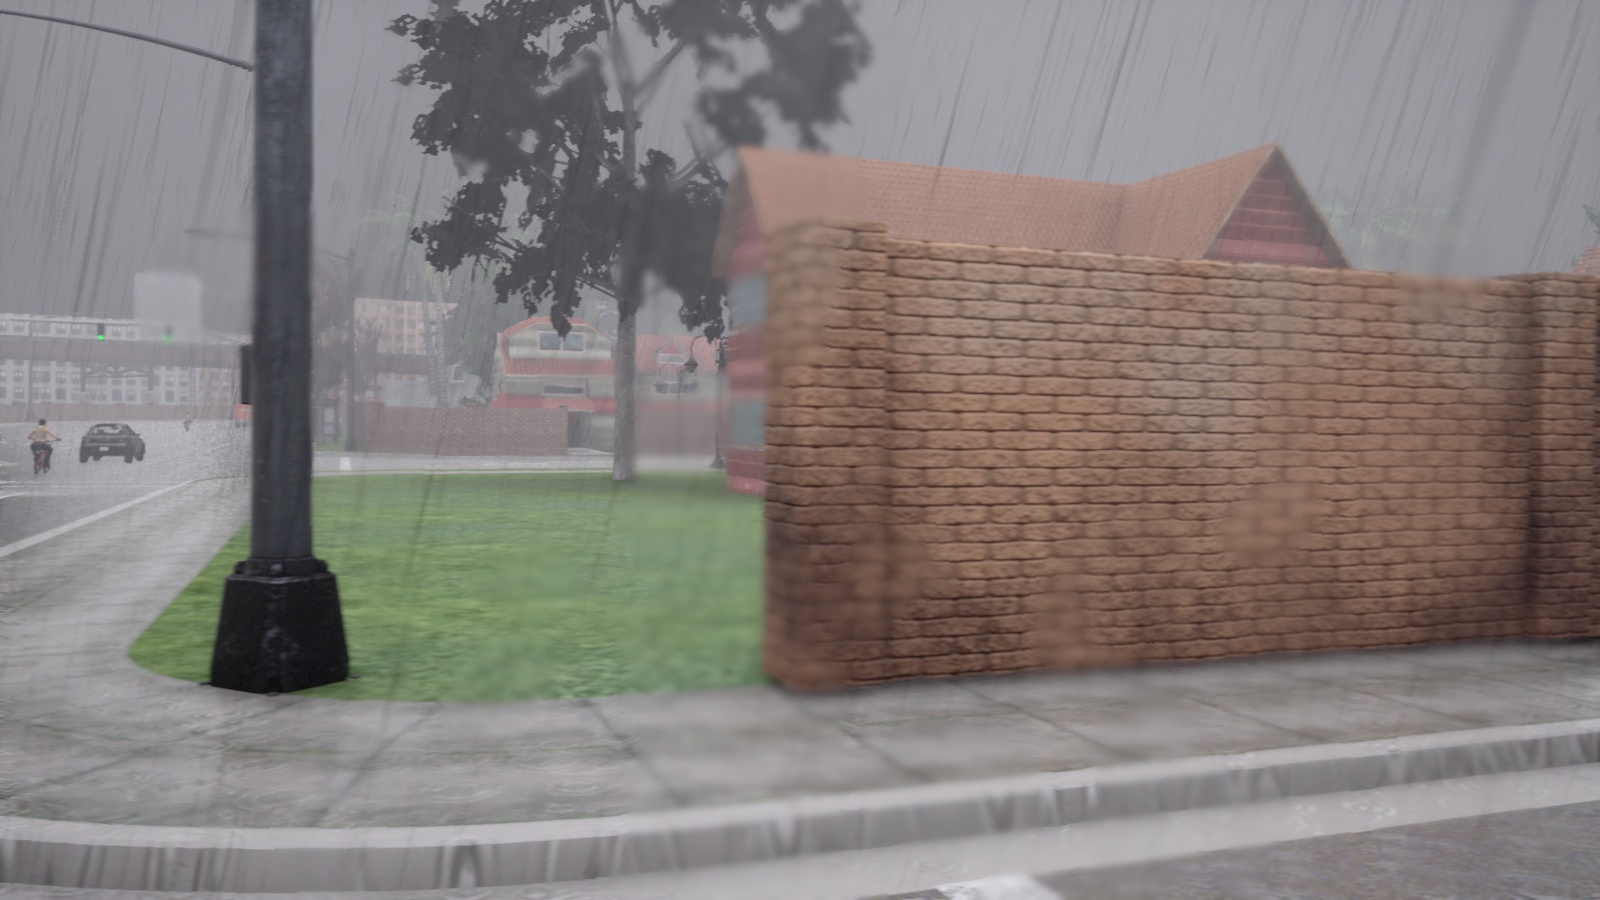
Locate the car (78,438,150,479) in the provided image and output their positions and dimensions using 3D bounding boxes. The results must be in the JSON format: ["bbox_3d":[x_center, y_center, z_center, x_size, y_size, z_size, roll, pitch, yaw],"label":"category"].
[{"bbox_3d":[-26.434,0.286,48.533,1.816,1.474,4.193,-1,1,-20],"label":"car"}]

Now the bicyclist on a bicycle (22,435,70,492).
[{"bbox_3d":[-22.003,0.374,36.654,0.866,1.612,1.509,0,1,-17],"label":"bicyclist on a bicycle"}]
